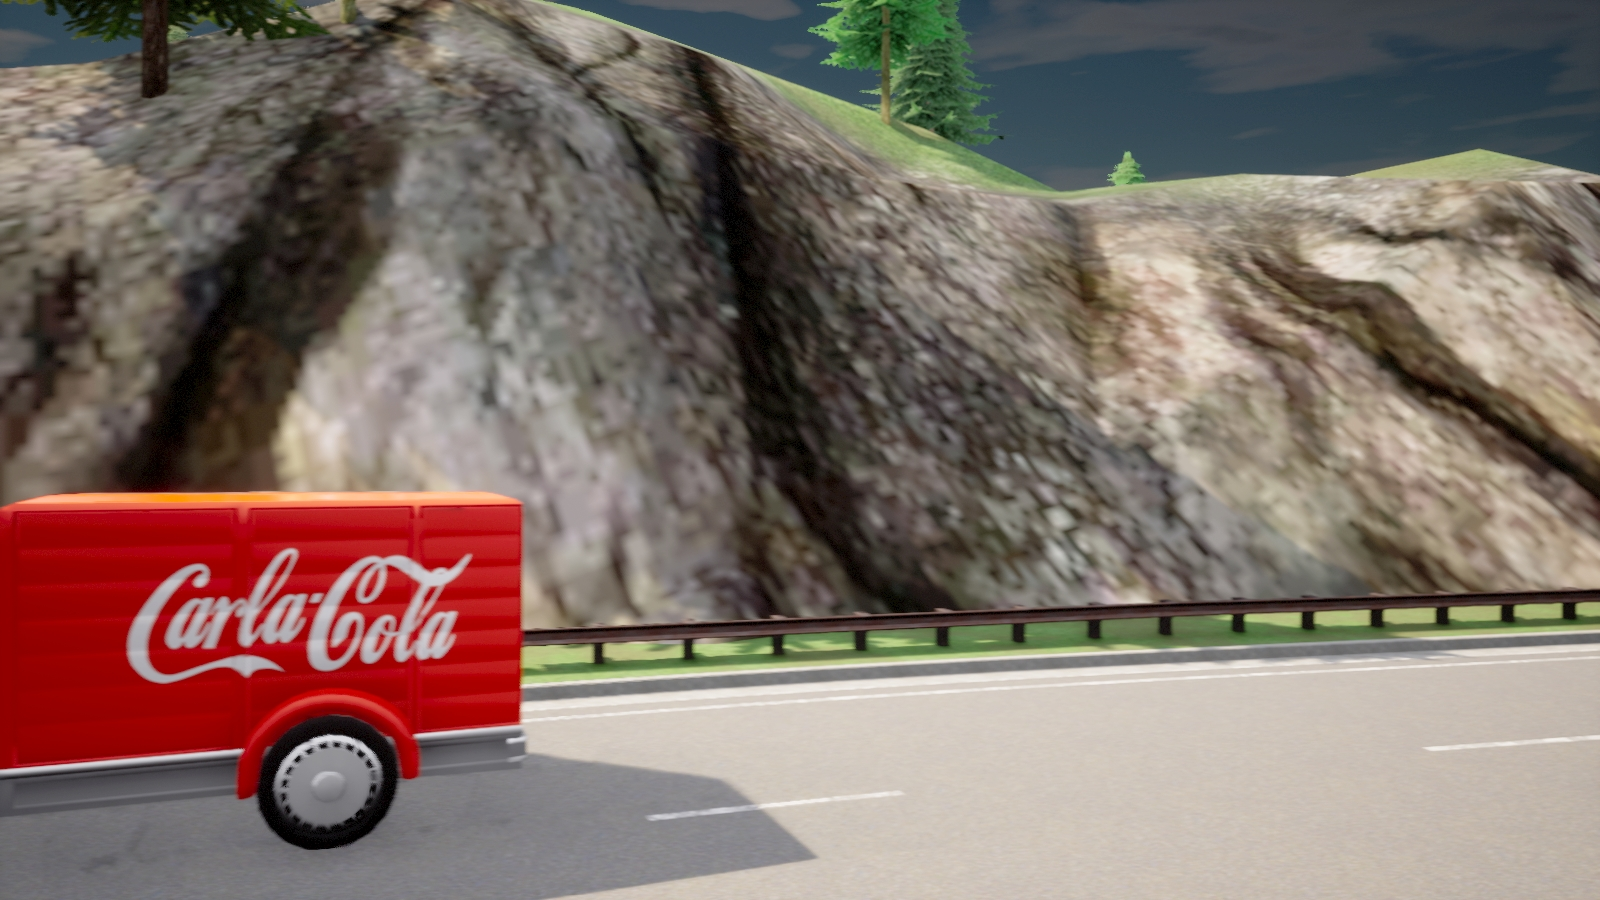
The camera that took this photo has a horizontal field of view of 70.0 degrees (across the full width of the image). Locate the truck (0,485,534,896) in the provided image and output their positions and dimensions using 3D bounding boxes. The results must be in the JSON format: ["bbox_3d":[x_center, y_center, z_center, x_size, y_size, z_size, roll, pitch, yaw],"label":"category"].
[{"bbox_3d":[-4.865,1.567,8.657,5.204,2.467,2.627,0,0,-22],"label":"truck"}]
